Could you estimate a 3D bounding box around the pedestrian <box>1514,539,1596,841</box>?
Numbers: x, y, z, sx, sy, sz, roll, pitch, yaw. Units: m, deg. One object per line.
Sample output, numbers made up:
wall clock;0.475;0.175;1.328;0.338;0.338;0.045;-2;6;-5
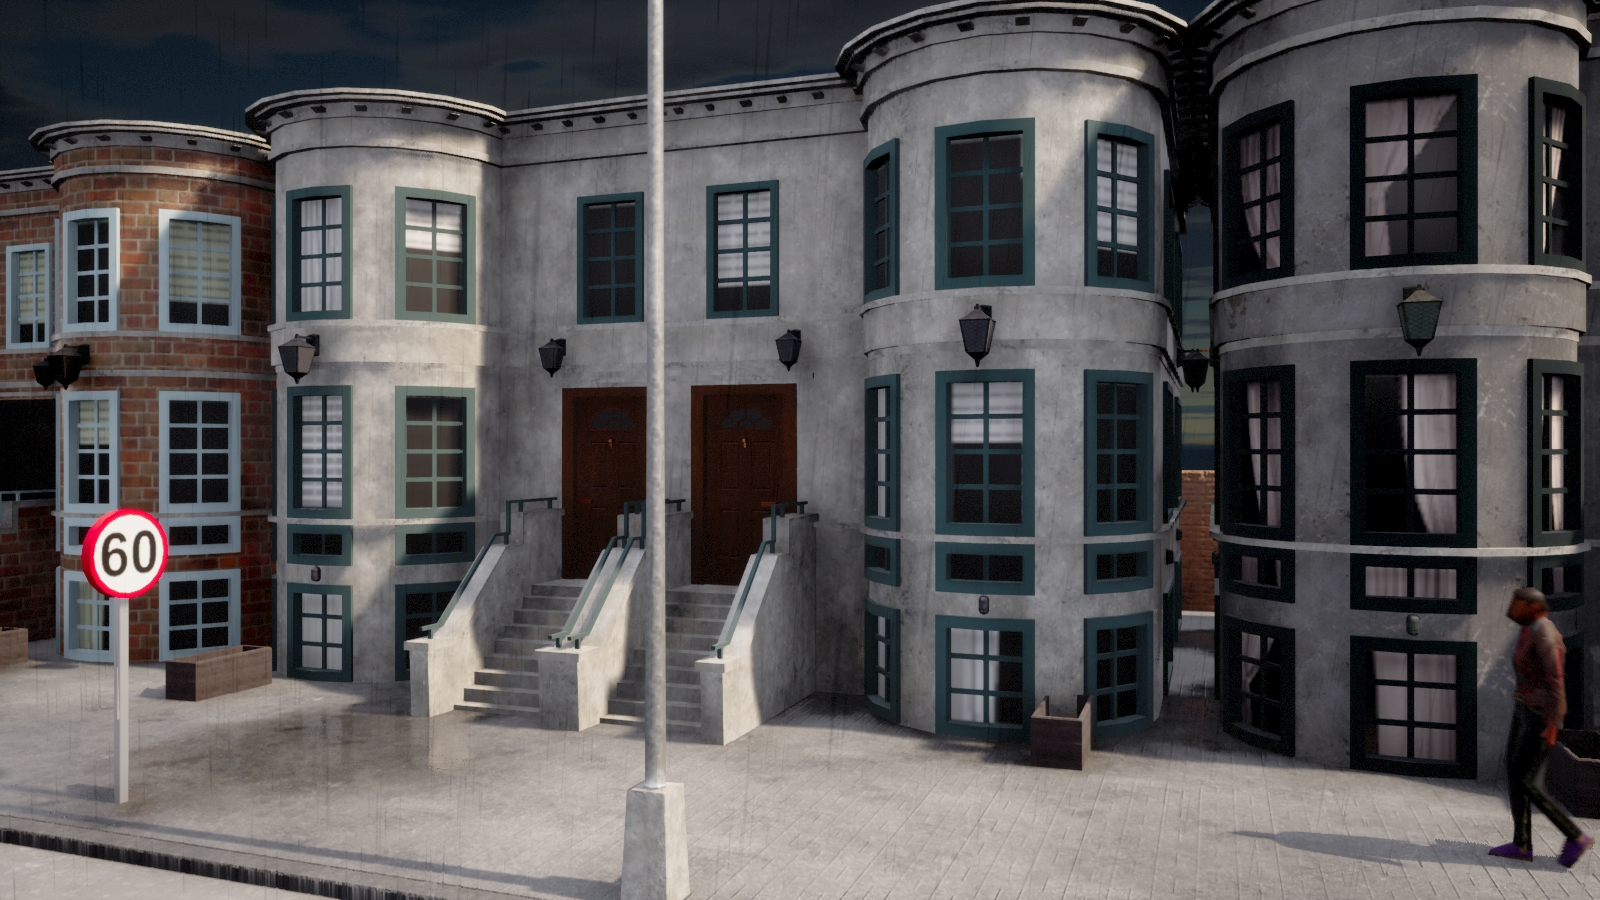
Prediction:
pedestrian;4.889;1.524;7.409;0.375;1.860;0.375;0;0;22
